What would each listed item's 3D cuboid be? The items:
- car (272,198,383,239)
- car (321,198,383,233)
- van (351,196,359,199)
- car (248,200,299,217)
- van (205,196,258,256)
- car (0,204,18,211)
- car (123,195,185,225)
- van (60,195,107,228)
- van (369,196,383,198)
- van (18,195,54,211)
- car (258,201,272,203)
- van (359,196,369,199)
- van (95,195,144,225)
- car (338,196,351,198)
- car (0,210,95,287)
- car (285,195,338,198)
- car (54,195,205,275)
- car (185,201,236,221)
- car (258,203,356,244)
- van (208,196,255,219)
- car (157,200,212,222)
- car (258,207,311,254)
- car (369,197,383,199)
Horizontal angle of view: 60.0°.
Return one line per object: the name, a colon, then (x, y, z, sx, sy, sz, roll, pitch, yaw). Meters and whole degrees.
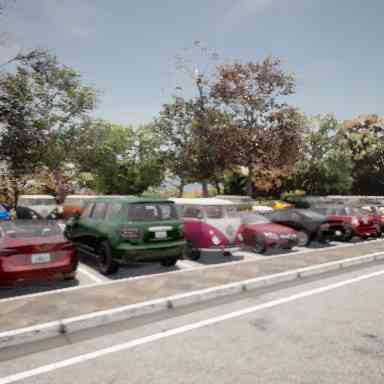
car: (6.743, 1.401, 16.998, 2.185, 1.767, 4.553, 1, 0, -35)
car: (9.004, 1.426, 18.608, 2.185, 1.767, 4.553, 1, 0, -35)
van: (17.359, 1.501, 40.512, 1.878, 1.987, 4.442, 1, 0, -35)
car: (8.267, 1.627, 34.173, 2.097, 1.535, 5.008, 1, 0, -35)
van: (0.009, 1.225, 12.098, 1.878, 1.987, 4.442, 1, 0, -35)
car: (-12.030, 1.428, 19.731, 2.097, 1.535, 5.008, 0, 0, -35)
car: (-3.101, 1.249, 26.049, 2.435, 2.045, 5.566, 1, 0, -35)
van: (-7.596, 1.225, 23.025, 1.878, 1.987, 4.442, 1, 0, -35)
van: (24.136, 1.579, 45.349, 1.878, 1.987, 4.442, 1, 0, -36)
van: (-9.826, 1.199, 21.152, 1.878, 1.987, 4.442, 0, 0, -35)
car: (5.904, 1.641, 32.501, 2.002, 1.452, 4.674, 1, 0, -35)
van: (19.481, 1.526, 42.309, 1.878, 1.987, 4.442, 1, 0, -35)
van: (-5.442, 1.249, 24.560, 1.878, 1.987, 4.442, 1, 0, -35)
car: (15.052, 1.451, 38.978, 2.435, 2.045, 5.566, 1, 0, -35)
car: (-4.579, 1.460, 9.010, 2.163, 1.488, 4.792, 0, 0, -35)
car: (12.796, 1.426, 37.371, 2.435, 2.045, 5.566, 1, 0, -35)
car: (-2.336, 1.175, 10.606, 2.435, 2.045, 5.566, 1, 0, -35)
car: (1.497, 1.592, 29.356, 2.002, 1.452, 4.674, 1, 0, -35)
car: (4.465, 1.501, 15.408, 2.097, 1.535, 5.008, 1, 0, -35)
van: (3.584, 1.350, 30.988, 1.878, 1.987, 4.442, 1, 0, -35)
car: (-0.758, 1.526, 27.746, 2.097, 1.535, 5.008, 1, 0, -35)
car: (2.199, 1.516, 13.804, 2.002, 1.452, 4.674, 1, 0, -35)
car: (21.799, 1.777, 43.824, 2.097, 1.535, 5.008, 1, 0, -35)
